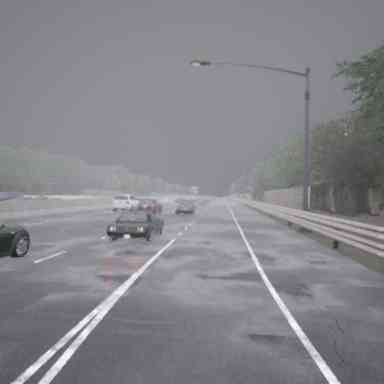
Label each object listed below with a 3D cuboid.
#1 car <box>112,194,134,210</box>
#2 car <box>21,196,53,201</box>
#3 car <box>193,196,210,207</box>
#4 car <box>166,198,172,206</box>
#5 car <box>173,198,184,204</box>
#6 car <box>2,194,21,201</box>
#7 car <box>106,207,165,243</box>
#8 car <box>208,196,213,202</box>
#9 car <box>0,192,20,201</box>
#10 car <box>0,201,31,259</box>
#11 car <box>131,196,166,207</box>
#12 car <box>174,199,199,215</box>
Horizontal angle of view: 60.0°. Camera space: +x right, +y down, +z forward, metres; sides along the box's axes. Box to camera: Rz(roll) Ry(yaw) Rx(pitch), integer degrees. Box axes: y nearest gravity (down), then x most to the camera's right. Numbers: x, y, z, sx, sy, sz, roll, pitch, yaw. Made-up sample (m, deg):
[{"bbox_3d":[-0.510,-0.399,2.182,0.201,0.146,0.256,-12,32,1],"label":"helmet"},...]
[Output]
[{"bbox_3d":[-7.581,1.322,38.761,2.150,2.045,5.566,1,0,5],"label":"car"},{"bbox_3d":[-20.996,1.379,46.069,1.837,1.490,4.892,1,0,6],"label":"car"},{"bbox_3d":[1.773,2.043,64.034,2.033,1.411,5.357,1,-1,5],"label":"car"},{"bbox_3d":[-5.195,1.883,64.680,1.812,1.442,4.674,1,-1,5],"label":"car"},{"bbox_3d":[-3.351,2.152,84.698,2.033,1.411,5.357,1,-1,5],"label":"car"},{"bbox_3d":[-24.370,1.379,47.470,1.994,1.385,4.181,1,0,6],"label":"car"},{"bbox_3d":[-2.607,1.656,16.584,1.895,1.301,4.718,1,0,5],"label":"car"},{"bbox_3d":[3.618,2.276,84.053,1.812,1.442,4.674,1,-1,5],"label":"car"},{"bbox_3d":[-27.681,0.983,49.438,2.150,2.045,5.566,1,0,5],"label":"car"},{"bbox_3d":[-6.753,1.275,9.676,2.097,1.767,4.553,1,0,5],"label":"car"},{"bbox_3d":[-4.439,1.490,34.750,2.097,1.767,4.553,1,0,5],"label":"car"},{"bbox_3d":[-0.624,1.803,38.054,1.994,1.385,4.181,1,0,5],"label":"car"}]
